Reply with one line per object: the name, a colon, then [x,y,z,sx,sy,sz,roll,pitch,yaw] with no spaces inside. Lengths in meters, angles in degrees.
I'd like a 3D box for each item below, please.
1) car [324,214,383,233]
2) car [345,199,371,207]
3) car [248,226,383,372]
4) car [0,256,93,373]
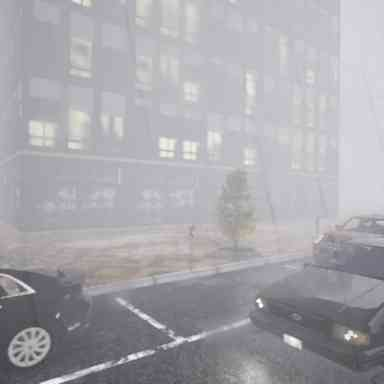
car: [5.707,1.461,10.645,4.097,1.590,1.967,0,1,-36]
car: [28.371,1.899,56.884,1.802,1.307,4.206,1,-1,-35]
car: [3.473,1.559,5.874,5.357,1.411,2.033,0,0,-36]
car: [-3.488,1.549,4.055,4.403,1.369,2.008,0,1,-36]
